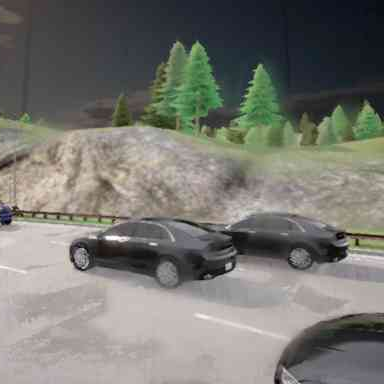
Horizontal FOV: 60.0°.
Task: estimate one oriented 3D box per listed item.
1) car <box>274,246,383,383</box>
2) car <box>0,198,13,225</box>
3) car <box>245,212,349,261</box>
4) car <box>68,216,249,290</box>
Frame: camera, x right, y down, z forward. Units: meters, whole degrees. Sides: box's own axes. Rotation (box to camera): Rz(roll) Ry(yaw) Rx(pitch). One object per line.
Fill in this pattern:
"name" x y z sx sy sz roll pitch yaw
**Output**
"car" 2.896 1.499 1.833 4.902 1.511 2.128 1 1 36
"car" -12.588 1.030 19.170 4.553 1.767 2.097 1 1 26
"car" 2.337 1.412 10.694 4.892 1.490 1.837 1 1 34
"car" -1.214 1.399 8.820 4.892 1.490 1.837 1 1 33
